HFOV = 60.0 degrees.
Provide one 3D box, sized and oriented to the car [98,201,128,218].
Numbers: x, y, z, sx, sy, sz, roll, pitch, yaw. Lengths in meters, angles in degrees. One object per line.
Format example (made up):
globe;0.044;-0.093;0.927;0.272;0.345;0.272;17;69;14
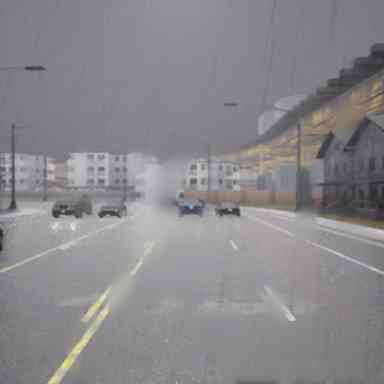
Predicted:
car;-7.037;1.545;30.238;2.033;1.411;5.357;0;0;-1

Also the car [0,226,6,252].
car;-7.098;1.496;9.057;2.128;1.511;4.902;0;0;0

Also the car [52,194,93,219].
car;-10.530;1.226;29.765;2.150;2.045;5.566;0;0;-1

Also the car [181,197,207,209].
car;0.189;1.511;45.202;1.812;1.442;4.674;0;0;-23

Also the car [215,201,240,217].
car;3.318;1.550;31.613;1.994;1.385;4.181;0;0;-2

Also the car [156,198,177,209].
car;-3.331;1.482;44.538;2.128;1.511;4.902;0;0;-24

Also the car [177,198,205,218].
car;-0.130;1.343;30.711;2.097;1.767;4.553;0;0;-2
